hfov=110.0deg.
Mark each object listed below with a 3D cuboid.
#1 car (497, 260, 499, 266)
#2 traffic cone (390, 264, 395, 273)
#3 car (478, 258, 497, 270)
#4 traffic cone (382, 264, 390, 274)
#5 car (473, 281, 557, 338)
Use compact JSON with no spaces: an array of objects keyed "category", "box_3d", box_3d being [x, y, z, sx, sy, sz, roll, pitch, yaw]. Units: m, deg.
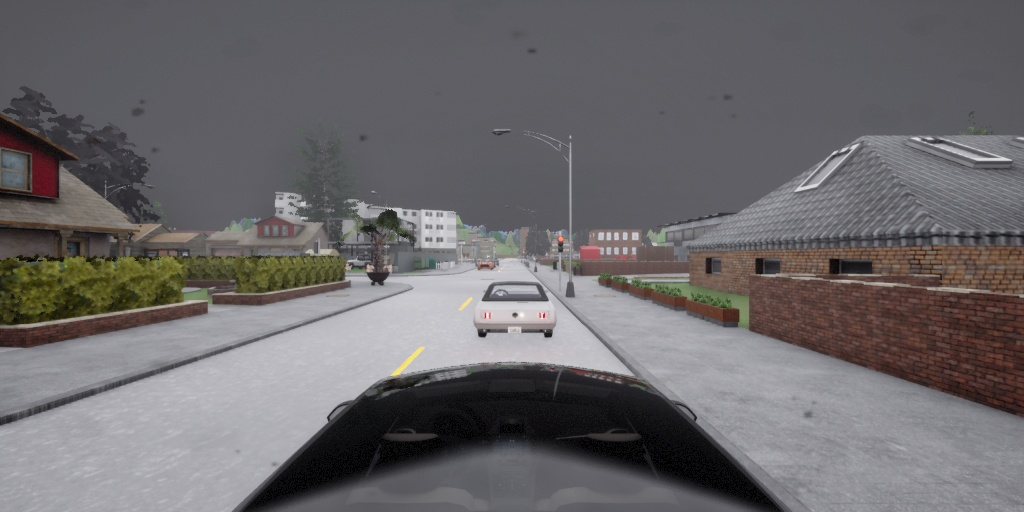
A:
[{"category":"car","box_3d":[-3.715,1.255,61.662,1.837,1.490,4.892,0,0,1]},{"category":"traffic cone","box_3d":[-15.133,1.558,44.700,0.344,0.586,0.344,0,0,0]},{"category":"car","box_3d":[-3.792,1.102,52.281,2.097,1.767,4.553,0,0,0]},{"category":"traffic cone","box_3d":[-15.498,1.561,44.133,0.344,0.586,0.344,0,0,0]},{"category":"car","box_3d":[0.102,1.351,10.173,1.895,1.301,4.718,0,0,1]}]
